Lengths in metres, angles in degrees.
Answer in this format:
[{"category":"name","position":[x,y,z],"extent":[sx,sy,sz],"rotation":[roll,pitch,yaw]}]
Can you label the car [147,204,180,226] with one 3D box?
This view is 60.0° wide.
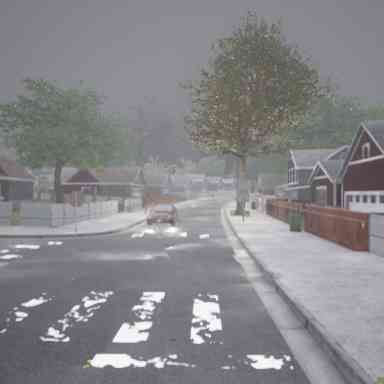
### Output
[{"category":"car","position":[-1.954,1.589,23.933],"extent":[1.812,1.442,4.674],"rotation":[0,0,5]}]
